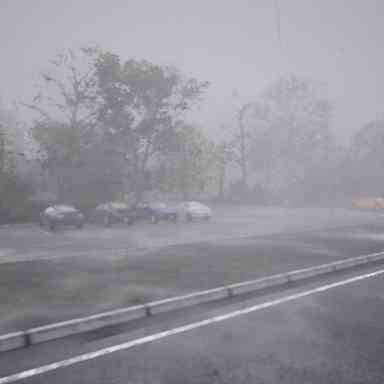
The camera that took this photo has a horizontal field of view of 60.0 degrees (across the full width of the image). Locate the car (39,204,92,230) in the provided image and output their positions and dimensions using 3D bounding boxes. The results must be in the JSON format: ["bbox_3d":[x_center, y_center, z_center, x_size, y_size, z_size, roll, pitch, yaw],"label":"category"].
[{"bbox_3d":[-8.152,1.485,20.726,2.002,1.452,4.674,0,0,-35],"label":"car"}]

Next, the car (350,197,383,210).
[{"bbox_3d":[22.940,1.439,42.891,2.097,1.535,5.008,0,0,-35],"label":"car"}]

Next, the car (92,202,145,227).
[{"bbox_3d":[-5.483,1.445,22.626,2.231,1.521,4.892,0,0,-35],"label":"car"}]

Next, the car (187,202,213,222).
[{"bbox_3d":[-0.256,1.482,26.357,2.002,1.452,4.674,0,0,-35],"label":"car"}]

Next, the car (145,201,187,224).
[{"bbox_3d":[-2.824,1.443,24.535,2.097,1.535,5.008,0,0,-35],"label":"car"}]
